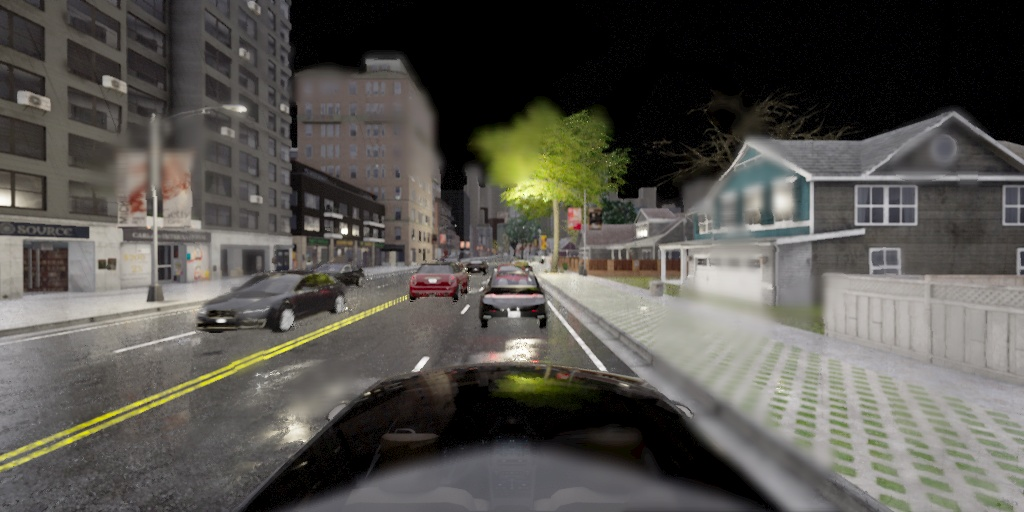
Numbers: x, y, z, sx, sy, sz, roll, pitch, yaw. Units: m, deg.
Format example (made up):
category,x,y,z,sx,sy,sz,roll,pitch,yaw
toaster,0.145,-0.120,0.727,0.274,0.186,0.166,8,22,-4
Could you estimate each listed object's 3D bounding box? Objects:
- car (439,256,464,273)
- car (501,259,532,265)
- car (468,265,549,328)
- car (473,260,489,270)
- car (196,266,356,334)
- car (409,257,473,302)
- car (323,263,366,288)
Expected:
category,x,y,z,sx,sy,sz,roll,pitch,yaw
car,-6.898,0.949,41.267,2.097,1.767,4.553,0,0,0
car,-0.044,1.162,20.863,1.882,1.535,5.008,0,0,0
car,0.031,1.210,11.208,2.128,1.511,4.902,0,0,-1
car,-3.407,1.098,35.990,1.882,1.535,5.008,0,0,0
car,-6.666,1.225,10.623,1.837,1.490,4.892,0,0,0
car,-3.264,1.050,16.821,2.097,1.767,4.553,0,0,0
car,-9.989,1.175,20.312,2.128,1.511,4.902,0,0,0
